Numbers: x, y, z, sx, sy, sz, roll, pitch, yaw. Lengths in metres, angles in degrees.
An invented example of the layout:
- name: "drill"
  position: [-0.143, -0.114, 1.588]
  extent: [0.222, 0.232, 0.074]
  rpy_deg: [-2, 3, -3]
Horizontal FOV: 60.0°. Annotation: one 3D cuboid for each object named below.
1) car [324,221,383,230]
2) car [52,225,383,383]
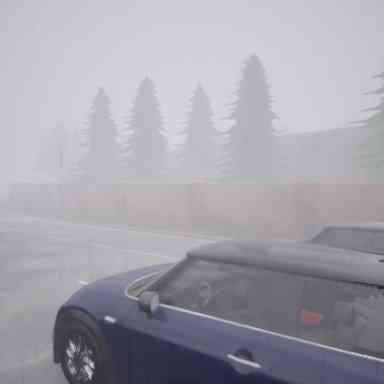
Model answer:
- name: "car"
  position: [2.921, 1.332, 6.203]
  extent: [4.553, 1.767, 2.097]
  rpy_deg: [1, 1, 35]
- name: "car"
  position: [0.520, 1.325, 3.616]
  extent: [4.553, 1.767, 2.097]
  rpy_deg: [1, 1, 35]
